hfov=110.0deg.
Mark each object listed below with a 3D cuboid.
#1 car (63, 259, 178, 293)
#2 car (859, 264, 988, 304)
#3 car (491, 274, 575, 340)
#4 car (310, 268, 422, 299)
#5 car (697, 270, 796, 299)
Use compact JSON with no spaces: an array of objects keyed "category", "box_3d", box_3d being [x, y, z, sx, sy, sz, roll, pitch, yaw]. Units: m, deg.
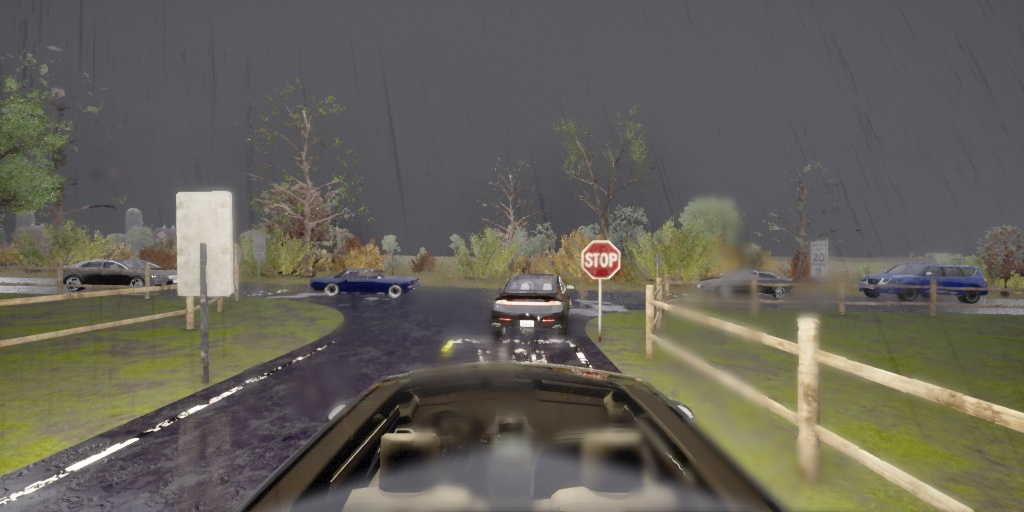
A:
[{"category":"car","box_3d":[-18.490,0.885,17.154,4.902,1.511,2.128,1,1,0]},{"category":"car","box_3d":[22.899,1.466,20.054,5.566,2.045,2.150,1,1,0]},{"category":"car","box_3d":[0.706,1.240,10.107,2.128,1.511,4.902,0,0,9]},{"category":"car","box_3d":[-6.822,1.248,17.138,4.718,1.301,1.895,1,1,0]},{"category":"car","box_3d":[13.003,1.525,20.065,4.902,1.511,2.128,1,1,0]}]
